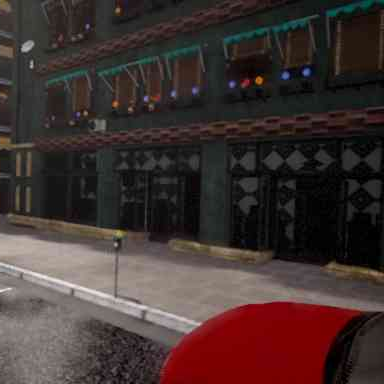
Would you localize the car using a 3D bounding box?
[{"bbox_3d":[2.005,1.335,1.421,5.009,1.841,2.192,2,2,36],"label":"car"}]
